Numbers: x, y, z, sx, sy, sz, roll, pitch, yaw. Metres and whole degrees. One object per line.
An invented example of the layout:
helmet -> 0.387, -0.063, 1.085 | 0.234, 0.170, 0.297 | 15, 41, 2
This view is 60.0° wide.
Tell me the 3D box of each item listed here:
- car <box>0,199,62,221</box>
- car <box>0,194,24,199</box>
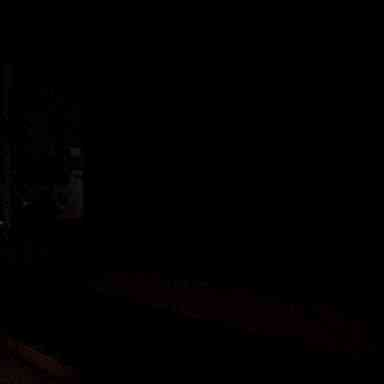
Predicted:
car -> -13.128, 1.512, 27.612 | 1.812, 1.442, 4.674 | 0, 0, 34
car -> -16.963, 1.207, 28.170 | 2.150, 2.045, 5.566 | 0, 0, 35
